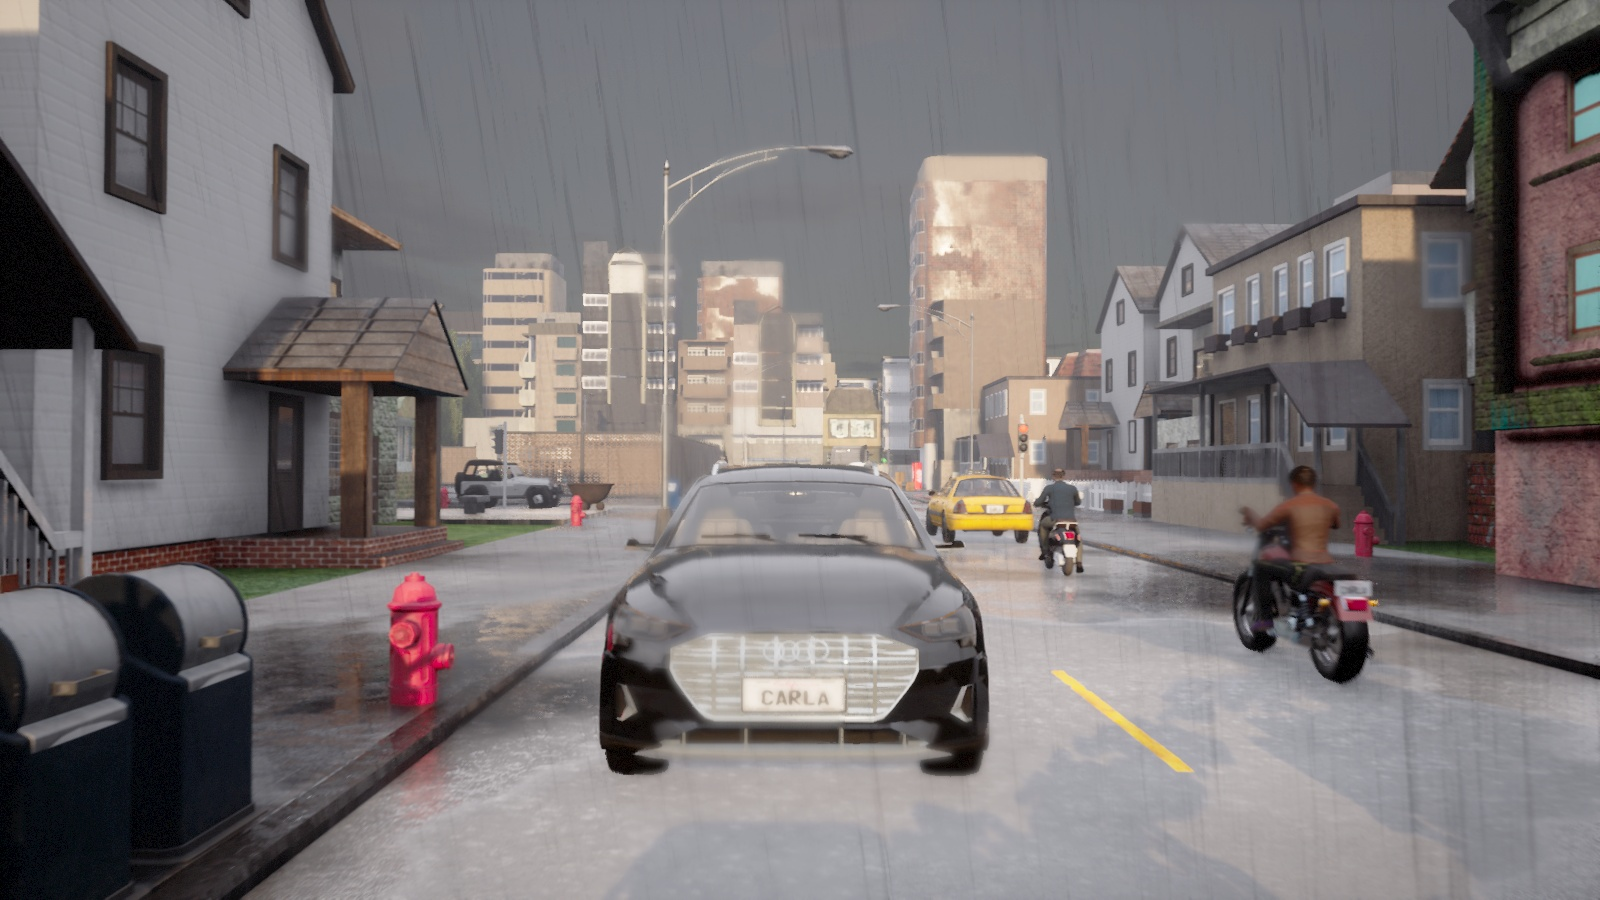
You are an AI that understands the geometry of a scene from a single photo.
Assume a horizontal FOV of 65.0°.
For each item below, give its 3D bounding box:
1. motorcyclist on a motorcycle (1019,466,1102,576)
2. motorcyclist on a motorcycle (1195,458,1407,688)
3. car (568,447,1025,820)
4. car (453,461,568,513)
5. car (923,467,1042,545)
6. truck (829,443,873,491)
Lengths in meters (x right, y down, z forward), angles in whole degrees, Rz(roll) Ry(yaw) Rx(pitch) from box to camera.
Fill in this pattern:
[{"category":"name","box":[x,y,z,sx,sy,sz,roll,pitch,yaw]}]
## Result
[{"category":"motorcyclist on a motorcycle","box":[3.953,1.046,19.207,0.866,1.590,1.817,0,-1,0]},{"category":"motorcyclist on a motorcycle","box":[3.974,0.904,10.218,0.766,1.649,2.350,0,-1,0]},{"category":"car","box":[-0.021,0.868,8.028,2.033,1.649,4.856,0,-1,0]},{"category":"car","box":[-10.811,1.376,47.043,3.866,1.878,1.905,0,-1,0]},{"category":"car","box":[3.940,1.167,28.011,1.801,1.575,5.366,0,-1,-1]},{"category":"truck","box":[3.758,1.268,94.347,2.891,3.462,7.936,0,-1,0]}]
